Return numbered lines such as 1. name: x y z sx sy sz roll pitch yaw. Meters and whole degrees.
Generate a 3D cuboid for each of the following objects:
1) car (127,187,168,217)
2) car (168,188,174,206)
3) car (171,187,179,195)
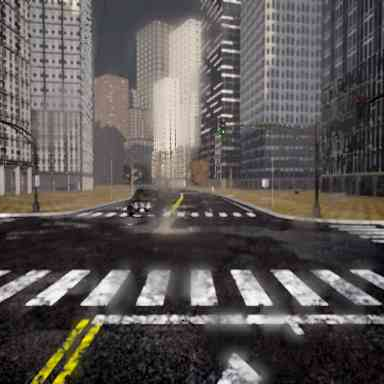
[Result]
1. car: -3.265 0.732 24.491 2.150 2.045 5.566 0 2 0
2. car: -3.272 0.697 32.893 2.128 1.511 4.902 0 2 0
3. car: -3.518 -0.224 64.748 2.128 1.511 4.902 0 1 -2
